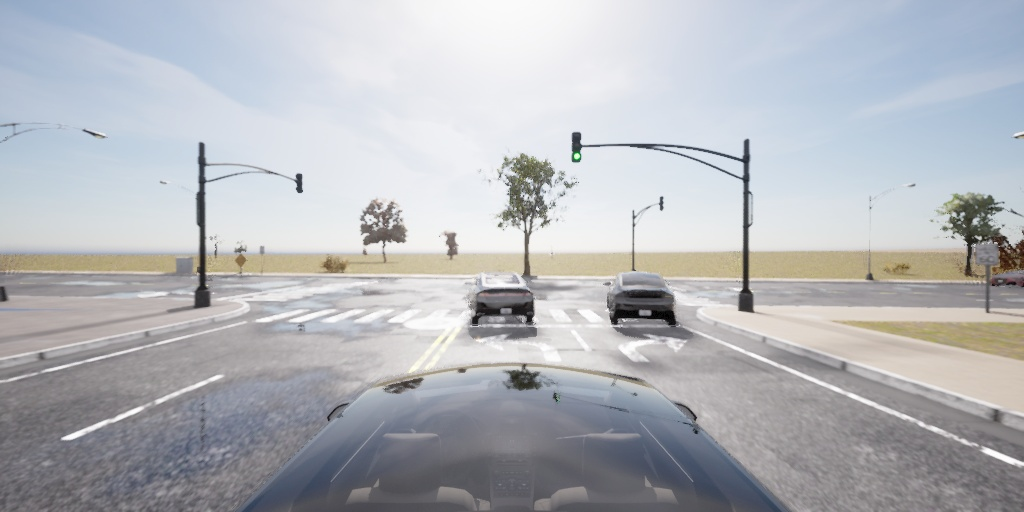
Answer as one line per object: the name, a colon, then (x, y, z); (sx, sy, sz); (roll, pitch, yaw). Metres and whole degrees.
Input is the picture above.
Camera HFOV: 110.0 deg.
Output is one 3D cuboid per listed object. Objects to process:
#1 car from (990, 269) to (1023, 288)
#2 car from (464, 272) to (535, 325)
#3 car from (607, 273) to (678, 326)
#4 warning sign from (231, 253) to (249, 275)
car: (38.193, 1.689, 26.513); (4.181, 1.385, 1.994); (1, 0, 2)
car: (-0.509, 1.265, 11.996); (2.128, 1.511, 4.902); (0, 0, -8)
car: (4.199, 1.286, 11.936); (1.837, 1.490, 4.892); (-1, 0, 15)
warning sign: (-23.418, 0.659, 30.946); (1.060, 1.860, 1.300); (0, 0, 2)
